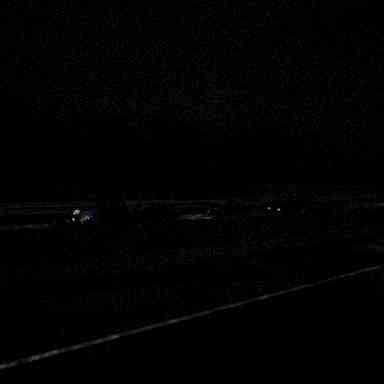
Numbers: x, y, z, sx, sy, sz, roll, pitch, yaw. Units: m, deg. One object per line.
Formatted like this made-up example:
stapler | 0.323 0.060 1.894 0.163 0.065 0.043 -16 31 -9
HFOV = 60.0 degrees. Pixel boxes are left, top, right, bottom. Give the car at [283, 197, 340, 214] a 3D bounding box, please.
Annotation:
car | 10.623 1.454 28.634 5.357 1.411 2.033 -1 0 -35

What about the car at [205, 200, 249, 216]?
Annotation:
car | 3.420 1.463 31.947 4.674 1.442 1.812 -1 1 -35

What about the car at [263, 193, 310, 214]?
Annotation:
car | 9.314 1.120 31.994 5.566 2.045 2.150 -1 0 -35

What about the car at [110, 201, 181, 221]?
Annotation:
car | -2.987 1.511 23.186 4.674 1.442 1.812 0 0 -35

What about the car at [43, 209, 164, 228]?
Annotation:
car | -3.824 1.598 14.143 4.718 1.301 1.895 0 0 -35

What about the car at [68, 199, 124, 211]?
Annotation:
car | -6.753 1.344 24.048 4.553 1.767 2.097 0 0 -38
